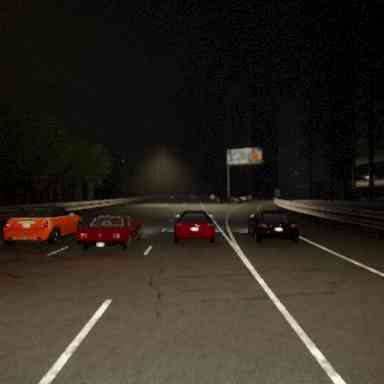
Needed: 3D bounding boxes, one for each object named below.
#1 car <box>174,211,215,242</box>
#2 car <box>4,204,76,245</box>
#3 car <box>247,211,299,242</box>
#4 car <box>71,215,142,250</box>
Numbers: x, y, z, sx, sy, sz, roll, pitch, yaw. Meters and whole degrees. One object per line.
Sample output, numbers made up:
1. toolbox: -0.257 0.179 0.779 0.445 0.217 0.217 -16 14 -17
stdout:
1. car: 0.118 1.642 16.862 1.994 1.385 4.181 0 0 0
2. car: -6.887 1.426 15.981 2.097 1.767 4.553 0 0 0
3. car: 3.962 1.641 16.756 1.994 1.385 4.181 0 0 3
4. car: -3.385 1.668 14.560 1.895 1.301 4.718 0 0 0
